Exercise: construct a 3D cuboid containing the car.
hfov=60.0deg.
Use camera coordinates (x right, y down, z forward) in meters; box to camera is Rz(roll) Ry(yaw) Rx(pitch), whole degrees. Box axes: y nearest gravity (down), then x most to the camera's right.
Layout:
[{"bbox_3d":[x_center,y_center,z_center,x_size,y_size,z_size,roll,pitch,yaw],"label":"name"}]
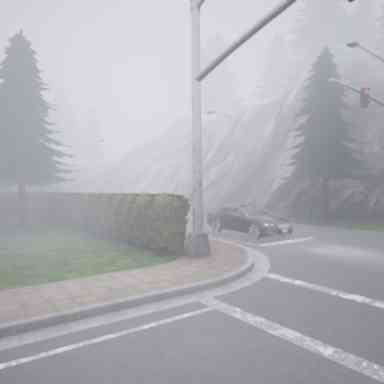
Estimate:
[{"bbox_3d":[2.684,1.340,16.207,2.128,1.511,4.902,-1,1,-31],"label":"car"}]
